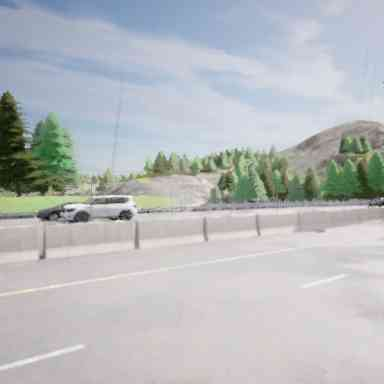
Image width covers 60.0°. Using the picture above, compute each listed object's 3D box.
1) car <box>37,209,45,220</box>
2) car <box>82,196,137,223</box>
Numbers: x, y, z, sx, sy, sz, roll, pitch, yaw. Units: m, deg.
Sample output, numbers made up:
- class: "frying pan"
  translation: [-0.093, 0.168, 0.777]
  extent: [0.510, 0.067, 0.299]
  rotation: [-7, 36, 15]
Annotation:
- class: "car"
  translation: [-9.931, 1.563, 27.045]
  extent: [4.892, 1.490, 1.837]
  rotation: [0, 0, -36]
- class: "car"
  translation: [-6.844, 1.277, 24.964]
  extent: [5.566, 2.045, 2.150]
  rotation: [0, 0, -36]
